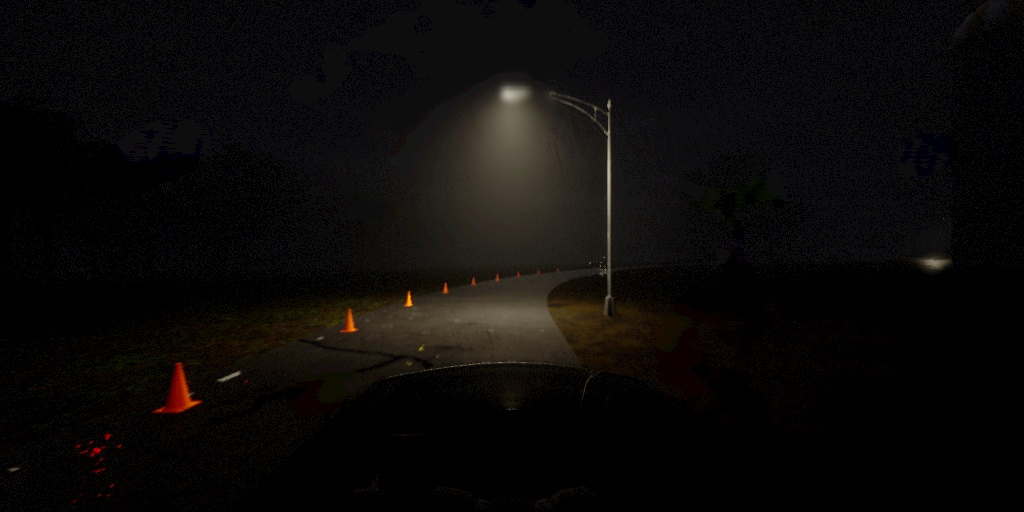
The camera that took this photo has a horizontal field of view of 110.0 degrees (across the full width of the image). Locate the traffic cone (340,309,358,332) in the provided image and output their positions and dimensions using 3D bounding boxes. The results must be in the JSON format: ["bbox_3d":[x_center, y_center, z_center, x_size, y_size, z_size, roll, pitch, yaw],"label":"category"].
[{"bbox_3d":[-4.422,1.739,9.749,0.340,0.580,0.340,0,0,0],"label":"traffic cone"}]

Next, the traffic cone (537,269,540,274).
[{"bbox_3d":[2.949,1.715,39.746,0.340,0.580,0.340,0,0,29],"label":"traffic cone"}]

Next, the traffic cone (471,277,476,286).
[{"bbox_3d":[-2.699,1.785,25.203,0.340,0.580,0.340,0,0,14],"label":"traffic cone"}]

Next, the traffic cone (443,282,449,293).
[{"bbox_3d":[-3.718,1.779,20.090,0.340,0.580,0.340,0,0,9],"label":"traffic cone"}]

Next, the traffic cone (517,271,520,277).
[{"bbox_3d":[0.647,1.753,35.068,0.340,0.580,0.340,0,0,24],"label":"traffic cone"}]

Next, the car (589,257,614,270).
[{"bbox_3d":[12.456,0.940,49.859,2.097,1.767,4.553,0,1,39],"label":"car"}]

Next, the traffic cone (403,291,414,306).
[{"bbox_3d":[-4.289,1.761,14.909,0.340,0.580,0.340,0,0,4],"label":"traffic cone"}]

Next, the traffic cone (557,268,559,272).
[{"bbox_3d":[5.648,1.663,44.206,0.340,0.580,0.340,0,0,34],"label":"traffic cone"}]

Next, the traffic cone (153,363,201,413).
[{"bbox_3d":[-4.424,1.718,4.749,0.340,0.580,0.340,0,0,0],"label":"traffic cone"}]

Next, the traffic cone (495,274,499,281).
[{"bbox_3d":[-1.240,1.776,30.208,0.340,0.580,0.340,0,0,19],"label":"traffic cone"}]
